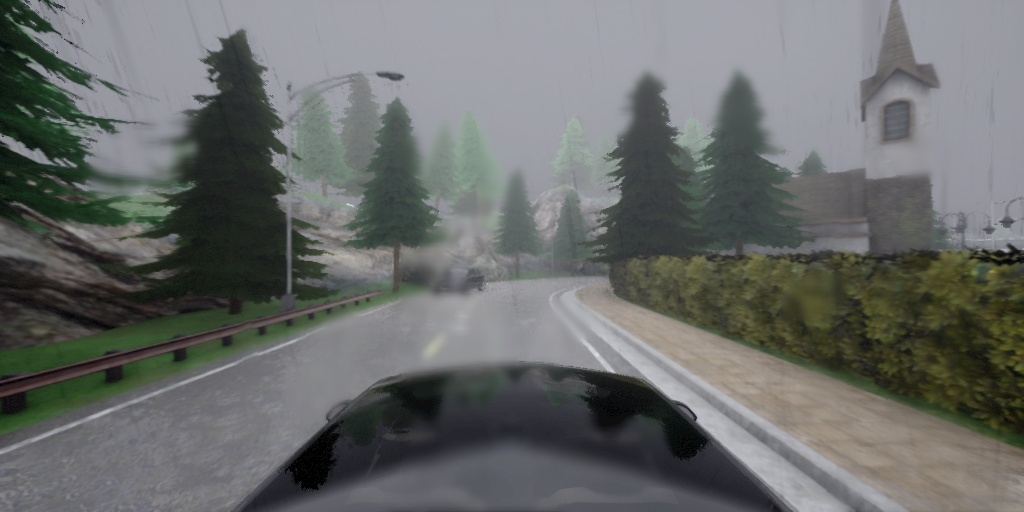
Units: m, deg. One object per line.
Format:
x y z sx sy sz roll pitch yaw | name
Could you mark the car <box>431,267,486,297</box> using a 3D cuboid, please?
-2.890 1.397 20.211 1.837 1.490 4.892 -2 0 12 | car
